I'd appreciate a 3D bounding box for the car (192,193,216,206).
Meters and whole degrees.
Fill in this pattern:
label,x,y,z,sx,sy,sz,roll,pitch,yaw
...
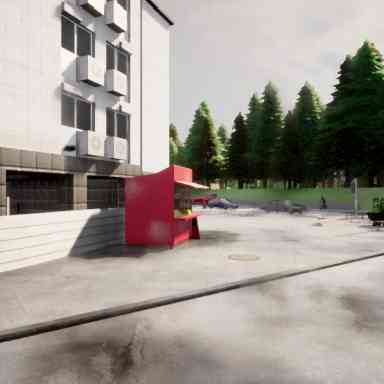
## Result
label,x,y,z,sx,sy,sz,roll,pitch,yaw
car,1.867,1.221,53.219,2.150,2.045,5.566,0,0,-35

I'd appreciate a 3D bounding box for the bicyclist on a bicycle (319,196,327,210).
label,x,y,z,sx,sy,sz,roll,pitch,yaw
bicyclist on a bicycle,15.990,1.349,40.578,1.656,1.620,0.582,0,0,-35

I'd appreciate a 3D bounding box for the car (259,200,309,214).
label,x,y,z,sx,sy,sz,roll,pitch,yaw
car,9.564,1.547,35.122,2.033,1.411,5.357,0,0,-35

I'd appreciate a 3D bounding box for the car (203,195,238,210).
label,x,y,z,sx,sy,sz,roll,pitch,yaw
car,3.912,1.526,43.097,1.812,1.442,4.674,0,0,-35
